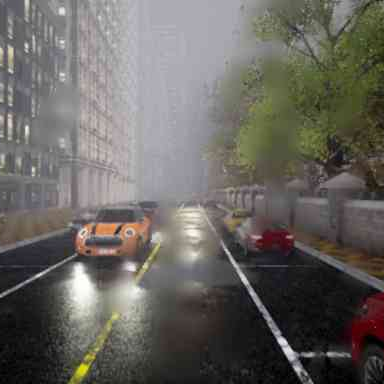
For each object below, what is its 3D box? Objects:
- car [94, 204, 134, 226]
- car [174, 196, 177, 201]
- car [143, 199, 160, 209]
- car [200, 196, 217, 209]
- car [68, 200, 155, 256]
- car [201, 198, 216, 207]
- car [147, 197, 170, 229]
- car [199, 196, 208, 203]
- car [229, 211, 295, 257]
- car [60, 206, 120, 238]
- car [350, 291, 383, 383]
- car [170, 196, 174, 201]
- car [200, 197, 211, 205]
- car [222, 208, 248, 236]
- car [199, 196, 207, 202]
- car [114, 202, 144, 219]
[{"bbox_3d":[-5.548,1.597,24.276,1.947,1.339,4.313,0,0,0],"label":"car"},{"bbox_3d":[-5.164,1.697,91.783,1.947,1.339,4.313,0,0,1],"label":"car"},{"bbox_3d":[-5.630,1.627,46.786,1.947,1.339,4.313,0,0,0],"label":"car"},{"bbox_3d":[2.541,1.601,46.511,1.887,1.381,4.507,0,0,0],"label":"car"},{"bbox_3d":[-2.885,1.368,13.073,2.097,1.767,4.553,0,0,0],"label":"car"},{"bbox_3d":[2.527,1.615,52.144,2.008,1.369,4.403,0,0,0],"label":"car"},{"bbox_3d":[-2.827,1.300,21.713,2.097,1.767,4.553,0,0,0],"label":"car"},{"bbox_3d":[2.624,1.643,74.706,1.887,1.381,4.507,0,0,1],"label":"car"},{"bbox_3d":[2.665,1.595,12.757,1.802,1.307,4.206,0,0,0],"label":"car"},{"bbox_3d":[-5.527,1.575,18.649,2.008,1.369,4.403,0,0,0],"label":"car"},{"bbox_3d":[2.705,1.315,1.507,2.192,1.841,5.009,0,0,0],"label":"car"},{"bbox_3d":[-5.448,1.639,69.281,1.887,1.381,4.507,0,0,0],"label":"car"},{"bbox_3d":[2.543,1.625,63.424,1.887,1.381,4.507,0,0,0],"label":"car"},{"bbox_3d":[2.644,1.545,18.552,1.752,1.417,4.829,0,0,0],"label":"car"},{"bbox_3d":[2.689,1.633,80.516,1.752,1.417,4.829,0,0,1],"label":"car"},{"bbox_3d":[-5.568,1.604,29.904,1.947,1.339,4.313,0,0,0],"label":"car"}]
